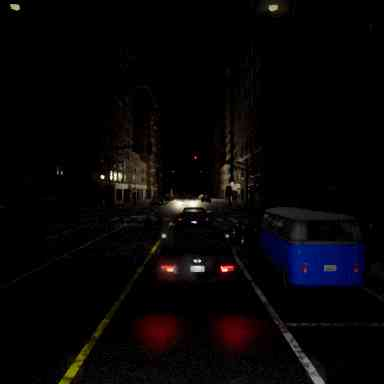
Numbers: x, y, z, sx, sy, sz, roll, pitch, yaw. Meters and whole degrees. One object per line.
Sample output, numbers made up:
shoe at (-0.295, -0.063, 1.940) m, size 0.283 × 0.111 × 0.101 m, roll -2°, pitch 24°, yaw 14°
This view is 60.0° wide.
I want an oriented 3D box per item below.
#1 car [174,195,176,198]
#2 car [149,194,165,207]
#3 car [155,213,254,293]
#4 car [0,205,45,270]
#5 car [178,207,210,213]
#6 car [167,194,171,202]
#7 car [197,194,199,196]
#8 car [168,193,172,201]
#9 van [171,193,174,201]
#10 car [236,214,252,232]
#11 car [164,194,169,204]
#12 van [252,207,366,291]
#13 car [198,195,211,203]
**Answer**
car at (-5.644, 1.516, 79.631) m, size 2.008 × 1.369 × 4.403 m, roll 0°, pitch 0°, yaw 0°
car at (-5.653, 1.493, 52.207) m, size 1.752 × 1.417 × 4.829 m, roll 0°, pitch 0°, yaw 0°
car at (0.104, 1.546, 8.997) m, size 2.033 × 1.411 × 5.357 m, roll 0°, pitch 0°, yaw 0°
car at (-5.667, 1.313, 8.688) m, size 2.192 × 1.841 × 5.009 m, roll 0°, pitch 0°, yaw 0°
car at (0.107, 1.557, 19.317) m, size 1.994 × 1.385 × 4.181 m, roll 0°, pitch 0°, yaw 0°
car at (-5.649, 1.509, 63.279) m, size 1.887 × 1.381 × 4.507 m, roll 0°, pitch 0°, yaw 0°
car at (2.881, 1.516, 79.660) m, size 2.008 × 1.369 × 4.403 m, roll 0°, pitch 0°, yaw 0°
car at (-5.647, 1.508, 68.730) m, size 1.887 × 1.381 × 4.507 m, roll 0°, pitch 0°, yaw 0°
van at (-5.646, 1.305, 74.180) m, size 1.690 × 1.788 × 3.998 m, roll 0°, pitch 0°, yaw 0°
car at (2.860, 1.562, 14.386) m, size 1.947 × 1.339 × 4.313 m, roll 0°, pitch 0°, yaw 0°
car at (-5.651, 1.516, 57.828) m, size 2.008 × 1.369 × 4.403 m, roll 0°, pitch 0°, yaw 0°
van at (2.858, 1.339, 8.726) m, size 1.690 × 1.788 × 3.998 m, roll 0°, pitch 0°, yaw 0°
car at (2.877, 1.404, 68.763) m, size 1.967 × 1.590 × 4.097 m, roll 0°, pitch 0°, yaw 0°
